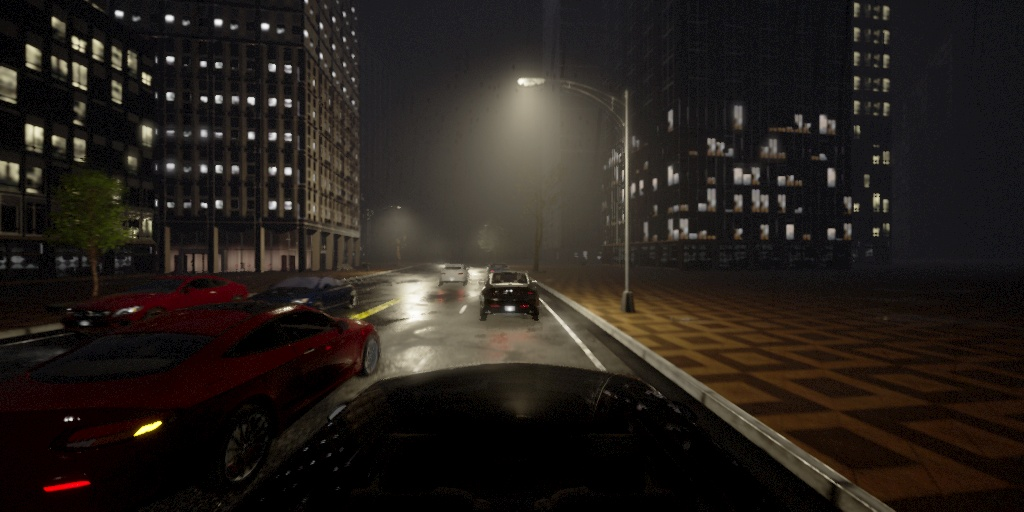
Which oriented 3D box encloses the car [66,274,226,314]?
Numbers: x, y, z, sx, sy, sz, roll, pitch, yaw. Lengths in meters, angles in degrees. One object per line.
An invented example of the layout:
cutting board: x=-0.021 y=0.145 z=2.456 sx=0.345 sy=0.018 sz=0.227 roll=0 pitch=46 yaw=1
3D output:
car: x=-10.014 y=1.289 z=10.675 sx=1.812 sy=1.442 sz=4.674 roll=0 pitch=0 yaw=-2

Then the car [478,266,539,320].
car: x=-0.124 y=1.257 z=12.676 sx=1.837 sy=1.490 sz=4.892 roll=0 pitch=0 yaw=-2

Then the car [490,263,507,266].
car: x=-1.181 y=1.306 z=31.536 sx=2.033 sy=1.411 sz=5.357 roll=0 pitch=0 yaw=-5

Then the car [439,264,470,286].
car: x=-3.991 y=1.285 z=25.208 sx=1.812 sy=1.442 sz=4.674 roll=0 pitch=0 yaw=-4

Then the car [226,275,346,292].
car: x=-6.806 y=1.324 z=11.904 sx=1.994 sy=1.385 sz=4.181 roll=0 pitch=0 yaw=-2

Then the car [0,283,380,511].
car: x=-3.205 y=1.280 z=4.392 sx=1.812 sy=1.442 sz=4.674 roll=0 pitch=0 yaw=-1
